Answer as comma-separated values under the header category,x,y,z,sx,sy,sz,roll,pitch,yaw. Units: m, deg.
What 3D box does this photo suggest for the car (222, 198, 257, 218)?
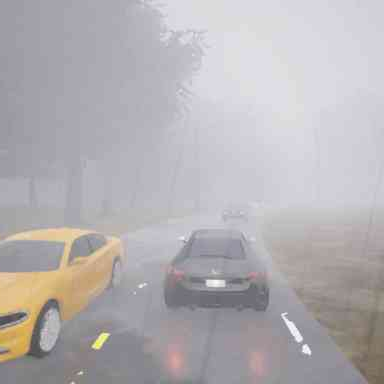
category,x,y,z,sx,sy,sz,roll,pitch,yaw
car,3.487,1.425,25.178,2.033,1.411,5.357,0,0,15

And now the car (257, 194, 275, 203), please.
category,x,y,z,sx,sy,sz,roll,pitch,yaw
car,11.563,1.022,52.594,2.033,1.411,5.357,-1,1,29

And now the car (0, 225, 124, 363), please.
category,x,y,z,sx,sy,sz,roll,pitch,yaw
car,-2.751,1.474,6.257,1.882,1.535,5.008,0,0,4

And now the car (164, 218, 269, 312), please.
category,x,y,z,sx,sy,sz,roll,pitch,yaw
car,0.584,1.550,7.786,1.994,1.385,4.181,0,0,5
